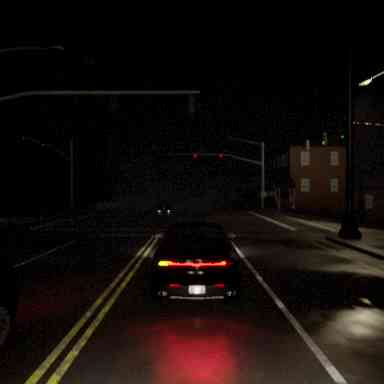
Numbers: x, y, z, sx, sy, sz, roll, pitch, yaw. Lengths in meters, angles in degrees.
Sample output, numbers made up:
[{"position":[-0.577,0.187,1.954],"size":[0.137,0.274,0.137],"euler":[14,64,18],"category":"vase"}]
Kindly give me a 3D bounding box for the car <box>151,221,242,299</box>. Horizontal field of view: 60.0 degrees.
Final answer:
[{"position":[0.086,1.485,8.345],"size":[1.837,1.490,4.892],"euler":[0,0,0],"category":"car"}]

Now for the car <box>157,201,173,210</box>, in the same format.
[{"position":[-3.673,1.981,45.994],"size":[2.033,1.411,5.357],"euler":[0,-5,0],"category":"car"}]

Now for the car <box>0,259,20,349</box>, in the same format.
[{"position":[-3.581,1.485,3.191],"size":[2.128,1.511,4.902],"euler":[0,0,0],"category":"car"}]
